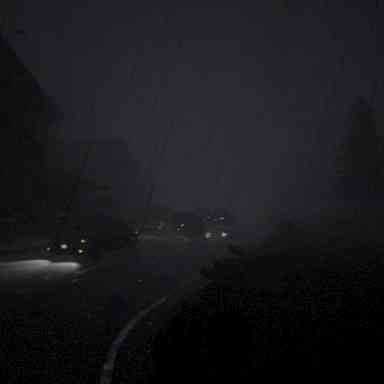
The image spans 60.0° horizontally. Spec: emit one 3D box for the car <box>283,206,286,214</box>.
[{"bbox_3d":[13.029,3.137,50.227,1.895,1.301,4.718,0,-2,20],"label":"car"}]

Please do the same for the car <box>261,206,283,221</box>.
[{"bbox_3d":[9.668,2.743,40.789,1.812,1.442,4.674,0,-2,21],"label":"car"}]

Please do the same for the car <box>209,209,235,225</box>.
[{"bbox_3d":[2.942,2.420,32.888,1.837,1.490,4.892,0,-2,20],"label":"car"}]

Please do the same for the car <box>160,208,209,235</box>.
[{"bbox_3d":[-0.577,2.091,23.183,1.837,1.490,4.892,0,-2,20],"label":"car"}]

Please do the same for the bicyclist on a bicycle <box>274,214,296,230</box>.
[{"bbox_3d":[4.647,1.944,16.686,1.656,1.620,0.582,3,-1,20],"label":"bicyclist on a bicycle"}]

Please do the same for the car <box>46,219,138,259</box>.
[{"bbox_3d":[-3.951,1.834,13.854,1.994,1.385,4.181,0,-2,20],"label":"car"}]
